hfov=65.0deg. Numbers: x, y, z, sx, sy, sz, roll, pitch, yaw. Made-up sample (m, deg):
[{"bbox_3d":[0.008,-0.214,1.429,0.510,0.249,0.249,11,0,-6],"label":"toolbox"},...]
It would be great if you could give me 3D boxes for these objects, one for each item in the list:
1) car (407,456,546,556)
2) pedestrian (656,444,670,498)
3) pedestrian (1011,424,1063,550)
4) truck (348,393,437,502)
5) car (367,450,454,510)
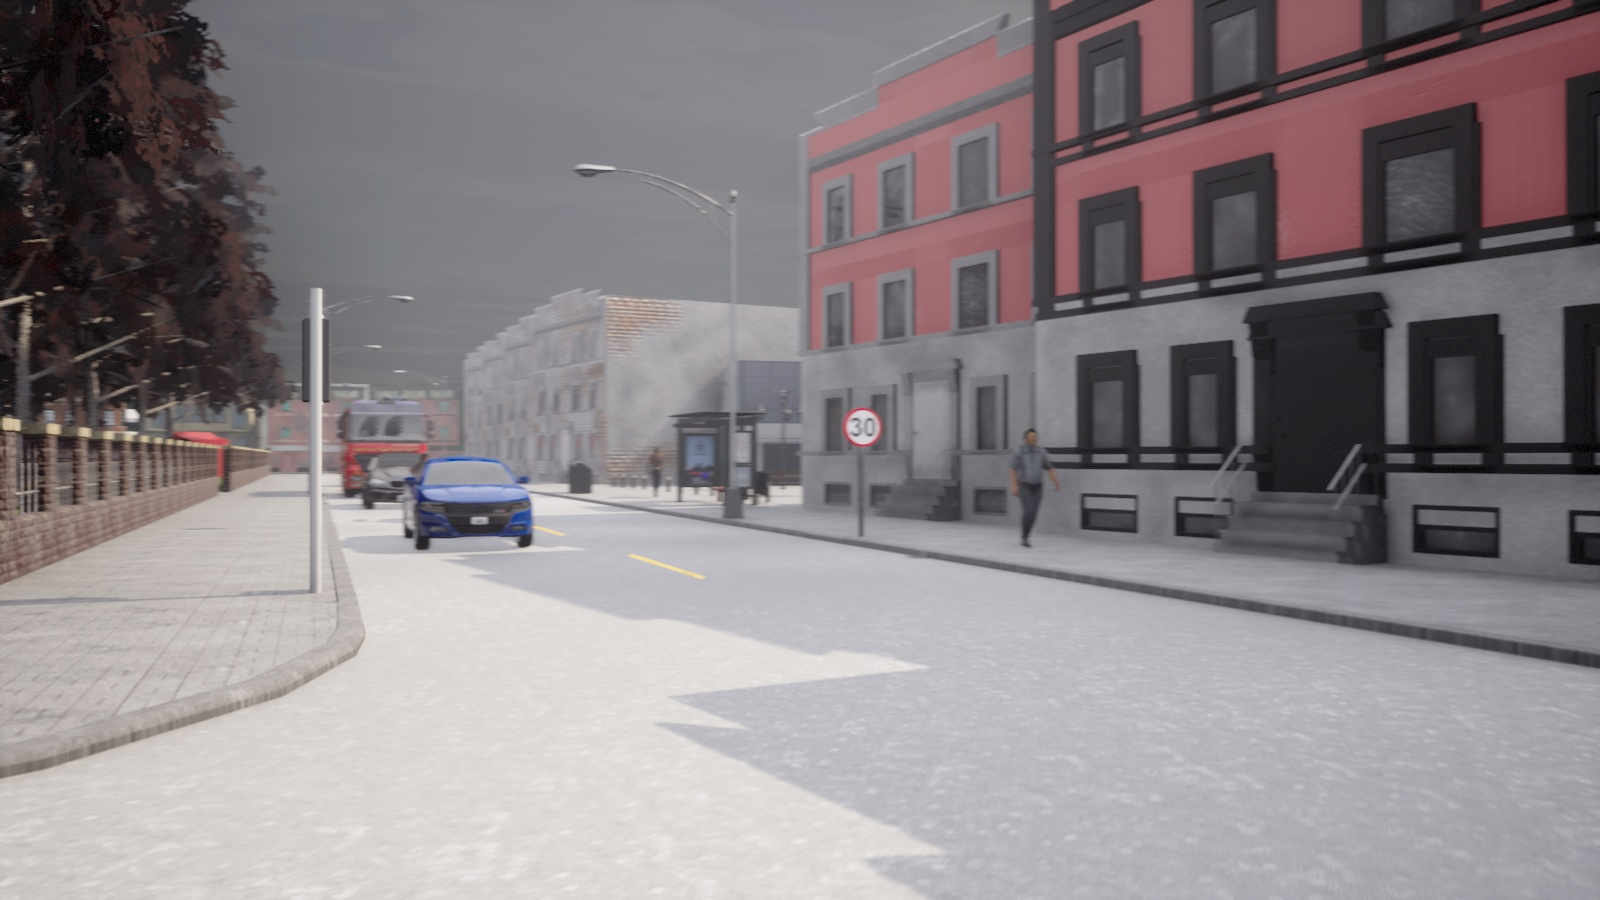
[{"bbox_3d":[-5.806,0.878,22.076,1.882,1.535,5.008,0,0,-20],"label":"car"},{"bbox_3d":[-4.662,0.720,42.776,0.328,1.805,0.869,0,0,-15],"label":"pedestrian"},{"bbox_3d":[3.529,0.541,18.765,0.540,1.848,0.694,0,0,-10],"label":"pedestrian"},{"bbox_3d":[-15.961,-0.063,48.832,2.891,3.827,8.468,0,0,-21],"label":"truck"},{"bbox_3d":[-11.874,0.865,38.056,2.242,1.667,4.611,0,0,-21],"label":"car"}]
